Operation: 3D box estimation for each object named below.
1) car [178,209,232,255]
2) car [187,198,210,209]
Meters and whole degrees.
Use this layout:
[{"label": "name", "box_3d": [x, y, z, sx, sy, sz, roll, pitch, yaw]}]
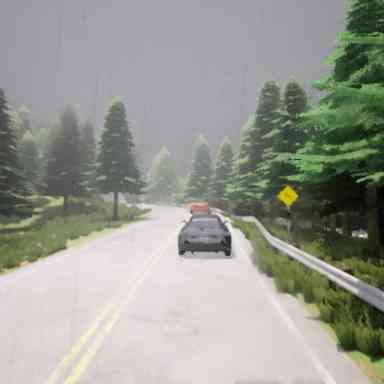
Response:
[{"label": "car", "box_3d": [0.531, 1.599, 13.489, 1.994, 1.385, 4.181, 0, 0, 3]}, {"label": "car", "box_3d": [0.652, 1.474, 36.265, 2.097, 1.767, 4.553, 1, 0, -7]}]
